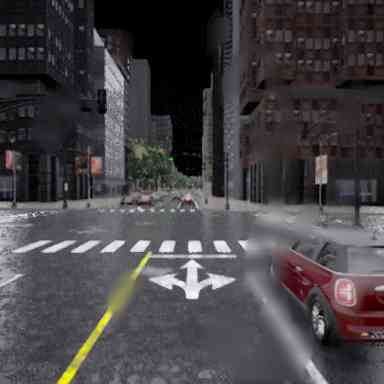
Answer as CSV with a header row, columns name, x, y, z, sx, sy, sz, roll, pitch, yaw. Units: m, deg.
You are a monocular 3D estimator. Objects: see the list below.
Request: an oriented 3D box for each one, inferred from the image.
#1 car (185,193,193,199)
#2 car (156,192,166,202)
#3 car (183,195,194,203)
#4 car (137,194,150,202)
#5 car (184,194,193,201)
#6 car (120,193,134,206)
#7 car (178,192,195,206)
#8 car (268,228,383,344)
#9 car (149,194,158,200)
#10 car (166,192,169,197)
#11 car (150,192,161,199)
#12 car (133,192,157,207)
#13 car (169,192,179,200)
name,x,y,z,sx,sy,sz,roll,pitch,yaw
car,-0.833,0.958,91.138,1.967,1.590,4.097,0,0,0
car,-6.446,1.133,62.809,1.837,1.490,4.892,0,0,0
car,-0.643,1.229,58.589,1.802,1.307,4.206,0,0,0
car,-9.199,1.150,63.800,1.752,1.417,4.829,0,0,0
car,-0.707,1.146,69.439,1.887,1.381,4.507,0,0,0
car,-9.105,1.260,47.692,1.947,1.339,4.313,0,0,0
car,-0.580,1.134,47.739,1.967,1.590,4.097,0,0,0
car,2.764,1.398,6.345,1.967,1.590,4.097,0,0,0
car,-9.295,1.141,80.248,1.802,1.307,4.206,0,0,0
car,-6.516,0.682,78.058,1.837,1.490,4.892,0,0,0
car,-9.327,0.853,85.673,2.192,1.841,5.009,0,0,0
car,-6.405,1.179,46.011,1.882,1.535,5.008,0,0,0
car,-3.495,1.175,74.348,1.895,1.301,4.718,0,0,0
